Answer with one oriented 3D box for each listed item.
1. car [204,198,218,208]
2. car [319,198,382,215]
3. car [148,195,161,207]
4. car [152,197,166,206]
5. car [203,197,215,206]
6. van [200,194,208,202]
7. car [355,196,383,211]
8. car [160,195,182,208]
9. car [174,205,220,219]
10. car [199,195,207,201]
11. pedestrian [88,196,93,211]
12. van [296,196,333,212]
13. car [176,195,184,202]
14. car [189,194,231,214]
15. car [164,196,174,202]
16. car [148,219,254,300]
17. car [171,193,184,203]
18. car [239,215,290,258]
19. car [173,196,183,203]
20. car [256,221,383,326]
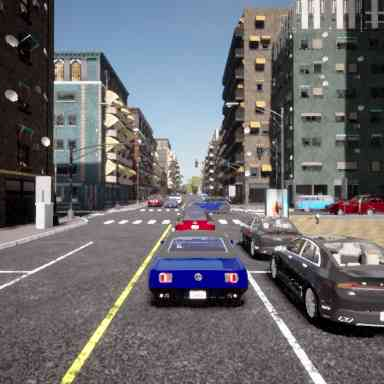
[{"bbox_3d":[2.835,1.585,50.724,1.947,1.339,4.313,1,0,0],"label":"car"},{"bbox_3d":[13.780,1.413,29.133,4.206,1.307,1.802,0,0,1],"label":"car"},{"bbox_3d":[-5.541,1.334,50.786,2.192,1.841,5.009,1,0,0],"label":"car"},{"bbox_3d":[-5.530,1.566,56.357,1.887,1.381,4.507,1,0,0],"label":"car"},{"bbox_3d":[2.849,1.603,56.294,1.802,1.307,4.206,1,0,0],"label":"car"},{"bbox_3d":[2.911,1.373,78.580,1.690,1.788,3.998,1,0,0],"label":"van"},{"bbox_3d":[18.687,1.405,34.880,4.674,1.442,1.812,0,-1,1],"label":"car"},{"bbox_3d":[-2.974,1.565,48.709,2.033,1.411,5.357,0,0,1],"label":"car"},{"bbox_3d":[0.140,1.570,17.210,1.994,1.385,4.181,0,0,0],"label":"car"},{"bbox_3d":[2.938,1.581,89.721,1.887,1.381,4.507,1,0,0],"label":"car"},{"bbox_3d":[-12.421,1.347,40.729,0.375,1.860,0.375,0,0,1],"label":"pedestrian"},{"bbox_3d":[13.863,1.296,37.514,3.998,1.788,1.690,0,0,1],"label":"van"},{"bbox_3d":[-2.791,1.532,79.061,1.837,1.490,4.892,0,0,0],"label":"car"},{"bbox_3d":[1.725,1.362,35.052,4.553,1.767,2.097,-1,-1,1],"label":"car"},{"bbox_3d":[-5.471,1.597,78.641,1.947,1.339,4.313,1,0,0],"label":"car"},{"bbox_3d":[0.121,1.603,8.347,1.895,1.301,4.718,0,0,0],"label":"car"},{"bbox_3d":[-2.923,1.244,58.710,2.150,2.045,5.566,0,0,1],"label":"car"},{"bbox_3d":[2.863,1.555,12.530,2.008,1.369,4.403,1,0,0],"label":"car"},{"bbox_3d":[-2.827,1.591,68.652,1.994,1.385,4.181,0,0,0],"label":"car"},{"bbox_3d":[2.848,1.553,6.961,2.008,1.369,4.403,1,0,0],"label":"car"}]
